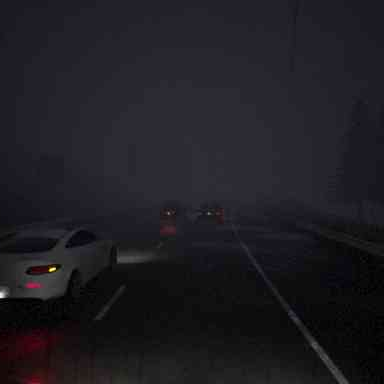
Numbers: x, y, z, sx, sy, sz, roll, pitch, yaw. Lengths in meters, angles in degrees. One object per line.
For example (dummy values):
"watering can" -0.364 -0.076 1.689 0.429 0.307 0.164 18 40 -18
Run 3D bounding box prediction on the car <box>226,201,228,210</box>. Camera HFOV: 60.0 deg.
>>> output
"car" 3.629 1.583 42.674 1.895 1.301 4.718 0 0 9

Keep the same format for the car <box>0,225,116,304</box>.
"car" -3.202 1.518 8.011 1.812 1.442 4.674 0 0 2

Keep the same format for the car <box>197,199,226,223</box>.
"car" 1.402 1.536 25.253 2.033 1.411 5.357 0 0 5

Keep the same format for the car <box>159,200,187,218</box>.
"car" -1.642 1.488 29.736 1.837 1.490 4.892 0 0 6
